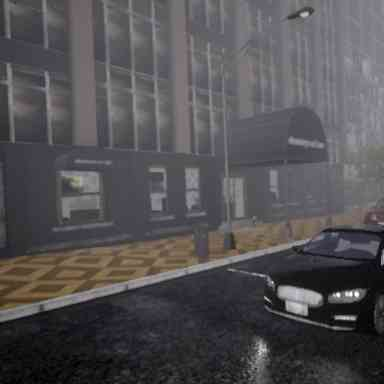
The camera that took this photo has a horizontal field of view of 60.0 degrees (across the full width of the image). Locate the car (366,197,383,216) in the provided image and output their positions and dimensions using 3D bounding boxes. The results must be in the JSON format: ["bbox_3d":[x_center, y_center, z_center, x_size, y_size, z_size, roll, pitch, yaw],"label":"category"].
[{"bbox_3d":[11.075,1.166,17.956,5.009,1.841,2.192,-1,-1,-44],"label":"car"}]

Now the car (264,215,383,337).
[{"bbox_3d":[3.358,1.476,6.792,4.902,1.511,2.128,-1,-1,-44],"label":"car"}]
